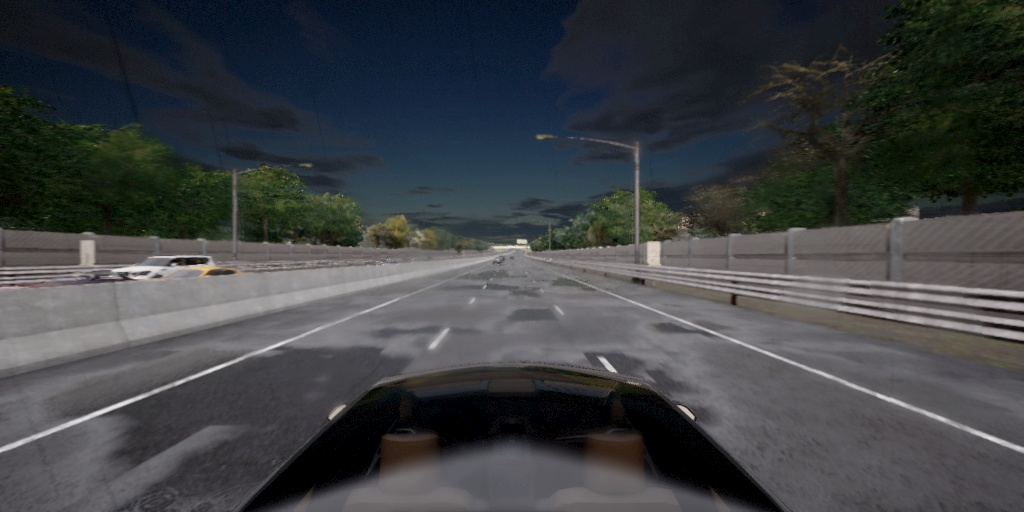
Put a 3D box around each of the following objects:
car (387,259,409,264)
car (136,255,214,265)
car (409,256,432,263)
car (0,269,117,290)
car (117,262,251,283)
[{"bbox_3d":[-17.534,1.280,57.057,2.033,1.411,5.357,0,0,0],"label":"car"},{"bbox_3d":[-21.095,0.971,22.083,2.150,2.045,5.566,0,0,0],"label":"car"},{"bbox_3d":[-14.047,0.978,56.641,2.150,2.045,5.566,0,0,1],"label":"car"},{"bbox_3d":[-17.600,1.351,14.617,1.895,1.301,4.718,0,0,0],"label":"car"},{"bbox_3d":[-14.096,1.227,16.226,1.882,1.535,5.008,0,0,0],"label":"car"}]
